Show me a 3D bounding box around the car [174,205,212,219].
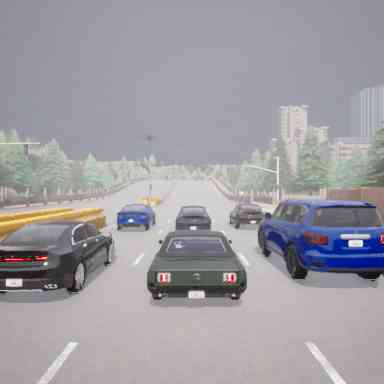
[{"bbox_3d":[0.065,1.505,18.585,1.837,1.490,4.892,0,0,0],"label":"car"}]

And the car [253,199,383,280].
[{"bbox_3d":[3.577,1.223,10.055,2.150,2.045,5.566,0,0,-1],"label":"car"}]

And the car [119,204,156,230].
[{"bbox_3d":[-3.442,1.478,21.229,1.882,1.535,5.008,0,0,0],"label":"car"}]

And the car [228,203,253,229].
[{"bbox_3d":[3.558,1.505,21.764,1.837,1.490,4.892,0,0,0],"label":"car"}]

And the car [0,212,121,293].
[{"bbox_3d":[-3.416,1.504,8.826,1.837,1.490,4.892,0,0,0],"label":"car"}]

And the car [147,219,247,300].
[{"bbox_3d":[0.085,1.601,8.348,1.895,1.301,4.718,0,0,0],"label":"car"}]
